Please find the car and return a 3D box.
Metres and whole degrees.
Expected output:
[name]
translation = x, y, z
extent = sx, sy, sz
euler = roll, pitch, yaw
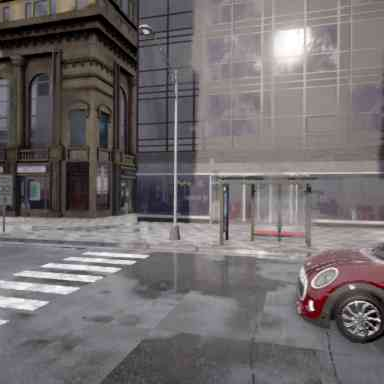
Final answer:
[car]
translation = 4.101, 1.348, 5.472
extent = 4.553, 1.767, 2.097
euler = 0, 0, 16
